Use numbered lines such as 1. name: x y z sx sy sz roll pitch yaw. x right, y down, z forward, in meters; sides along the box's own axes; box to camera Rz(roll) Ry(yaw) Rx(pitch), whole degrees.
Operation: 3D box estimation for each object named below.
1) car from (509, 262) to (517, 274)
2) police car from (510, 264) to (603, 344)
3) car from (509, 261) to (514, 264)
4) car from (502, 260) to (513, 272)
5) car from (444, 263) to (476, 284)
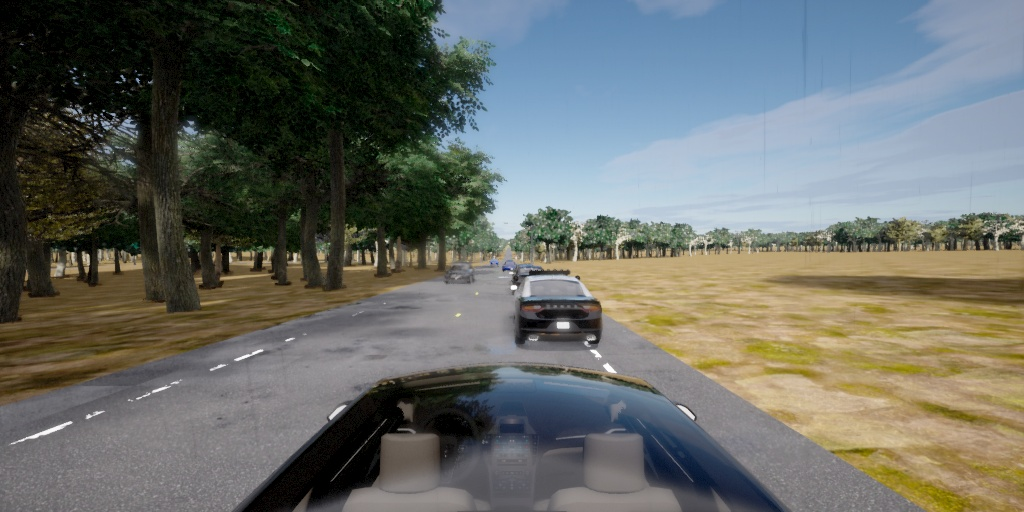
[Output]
1. car: 0.932 1.256 19.593 1.837 1.490 4.892 0 0 0
2. police car: 0.998 1.173 9.701 1.930 1.638 5.238 0 0 0
3. car: 0.893 1.279 25.596 1.812 1.442 4.674 0 0 0
4. car: -0.273 1.347 47.289 1.994 1.385 4.181 0 0 0
5. car: -3.764 1.259 26.554 1.837 1.490 4.892 0 0 0
